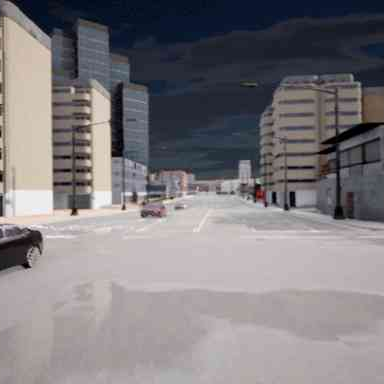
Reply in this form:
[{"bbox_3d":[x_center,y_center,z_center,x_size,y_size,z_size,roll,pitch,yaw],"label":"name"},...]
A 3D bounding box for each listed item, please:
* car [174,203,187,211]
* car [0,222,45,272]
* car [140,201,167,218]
[{"bbox_3d":[-2.054,2.529,59.285,1.895,1.301,4.718,-1,-1,4],"label":"car"},{"bbox_3d":[-5.931,1.626,9.022,2.128,1.511,4.902,-1,0,5],"label":"car"},{"bbox_3d":[-3.950,1.764,34.505,2.097,1.767,4.553,-1,-1,4],"label":"car"}]
